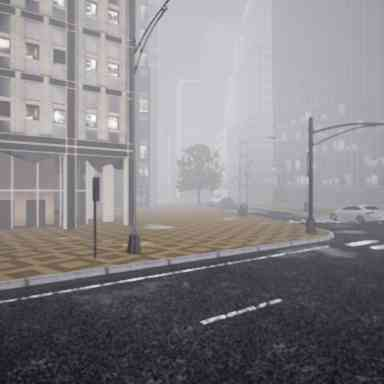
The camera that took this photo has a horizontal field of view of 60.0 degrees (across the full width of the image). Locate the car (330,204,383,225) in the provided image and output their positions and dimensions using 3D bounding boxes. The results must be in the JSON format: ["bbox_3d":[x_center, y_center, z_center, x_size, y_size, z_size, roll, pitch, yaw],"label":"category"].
[{"bbox_3d":[12.317,1.625,24.681,1.812,1.442,4.674,0,0,-13],"label":"car"}]

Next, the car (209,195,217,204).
[{"bbox_3d":[5.225,1.610,73.745,2.150,2.045,5.566,0,0,-8],"label":"car"}]

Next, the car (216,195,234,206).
[{"bbox_3d":[6.632,1.755,63.632,2.097,1.767,4.553,0,0,-7],"label":"car"}]
